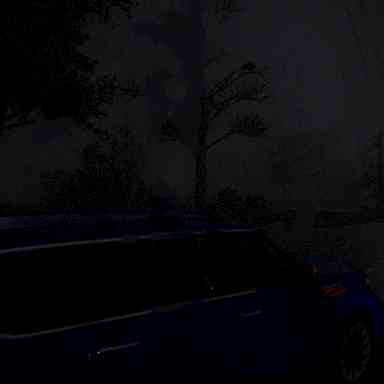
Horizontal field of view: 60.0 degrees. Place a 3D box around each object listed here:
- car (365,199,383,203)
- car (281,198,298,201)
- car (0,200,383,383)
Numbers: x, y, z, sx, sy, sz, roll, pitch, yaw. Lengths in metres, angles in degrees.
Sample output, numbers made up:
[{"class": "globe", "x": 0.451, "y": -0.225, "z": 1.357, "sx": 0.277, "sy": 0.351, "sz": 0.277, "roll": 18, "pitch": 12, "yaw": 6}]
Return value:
[{"class": "car", "x": 20.743, "y": 1.525, "z": 36.157, "sx": 1.812, "sy": 1.442, "sz": 4.674, "roll": 0, "pitch": 0, "yaw": -29}, {"class": "car", "x": 14.276, "y": 1.558, "z": 48.230, "sx": 1.812, "sy": 1.442, "sz": 4.674, "roll": 0, "pitch": 0, "yaw": -26}, {"class": "car", "x": -0.217, "y": 1.222, "z": 3.545, "sx": 5.566, "sy": 2.045, "sz": 2.150, "roll": 0, "pitch": 0, "yaw": -36}]
